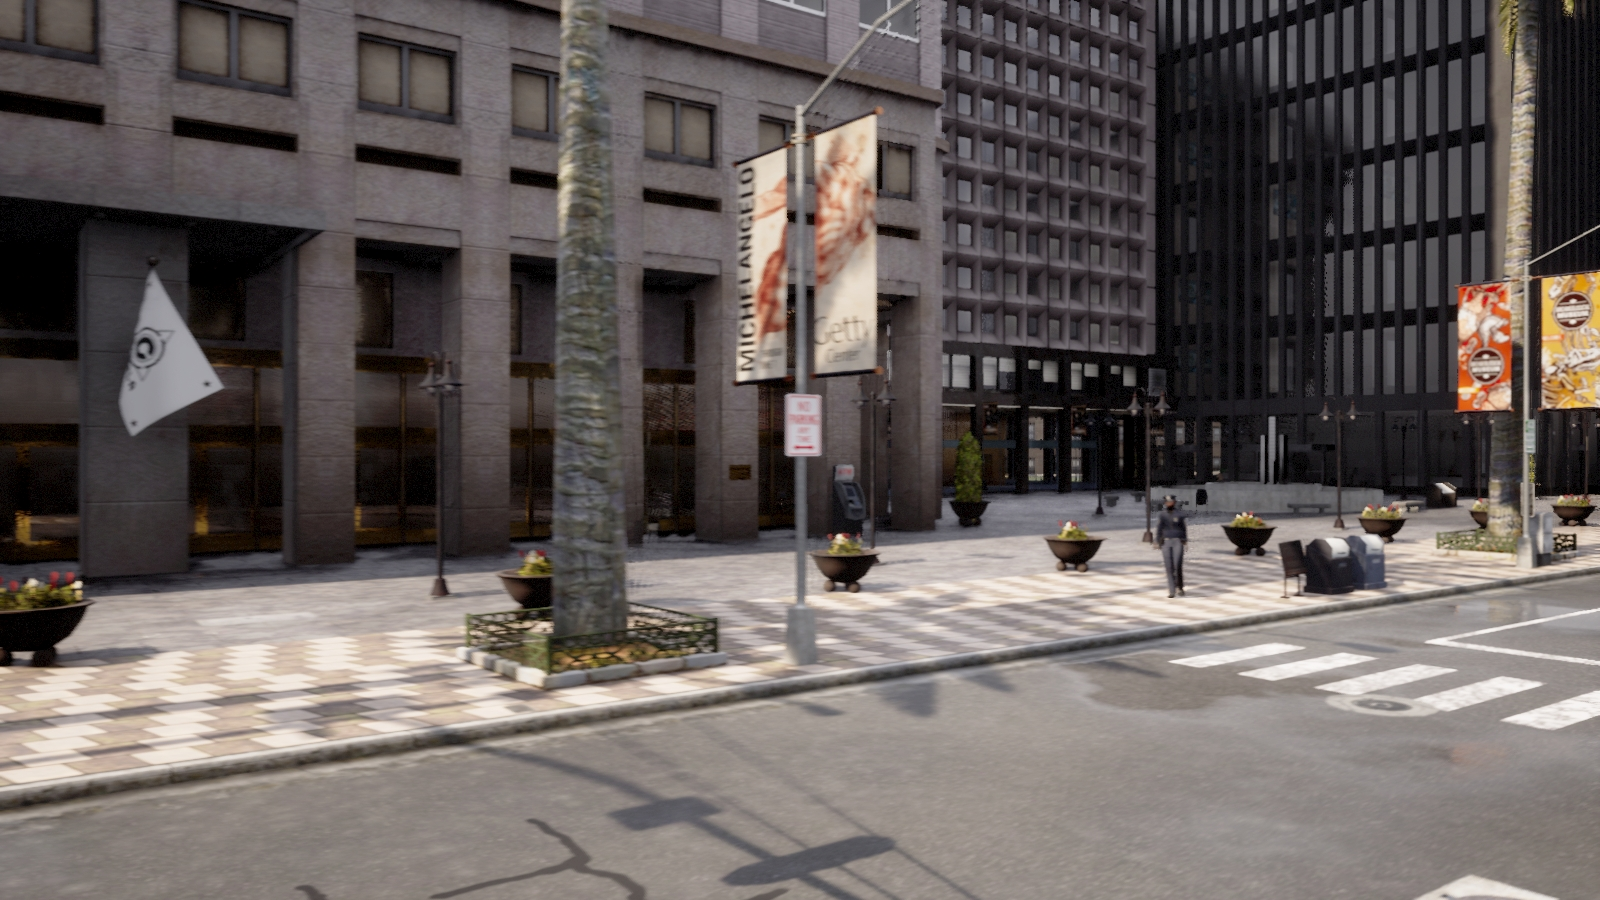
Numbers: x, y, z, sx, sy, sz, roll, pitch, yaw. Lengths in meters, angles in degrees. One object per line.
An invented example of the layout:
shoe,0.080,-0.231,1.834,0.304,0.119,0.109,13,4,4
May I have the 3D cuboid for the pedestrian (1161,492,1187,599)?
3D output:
pedestrian,6.677,1.694,20.405,0.375,1.860,0.375,0,0,30
